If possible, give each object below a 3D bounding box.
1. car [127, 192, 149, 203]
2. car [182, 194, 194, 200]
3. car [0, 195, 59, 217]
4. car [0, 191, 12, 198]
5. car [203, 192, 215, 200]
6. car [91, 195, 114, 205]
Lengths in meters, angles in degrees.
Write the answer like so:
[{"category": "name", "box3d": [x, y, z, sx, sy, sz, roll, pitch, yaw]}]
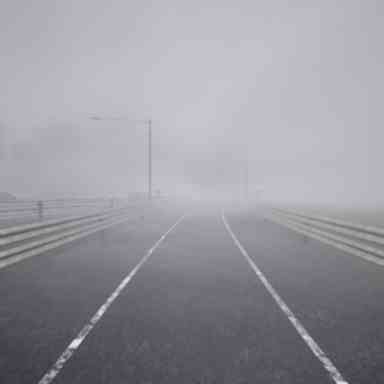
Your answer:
[{"category": "car", "box3d": [-7.865, 1.004, 50.439, 2.150, 2.045, 5.566, 0, 0, 15]}, {"category": "car", "box3d": [-0.932, 1.457, 87.661, 1.895, 1.301, 4.718, 0, 0, 17]}, {"category": "car", "box3d": [-13.227, 1.229, 28.157, 2.128, 1.511, 4.902, 0, 0, 13]}, {"category": "car", "box3d": [-16.711, 0.959, 28.668, 2.150, 2.045, 5.566, 0, 0, 13]}, {"category": "car", "box3d": [4.790, 1.098, 94.167, 2.150, 2.045, 5.566, 0, 0, 18]}, {"category": "car", "box3d": [-14.279, 1.270, 53.523, 1.882, 1.535, 5.008, 0, 0, 15]}]
